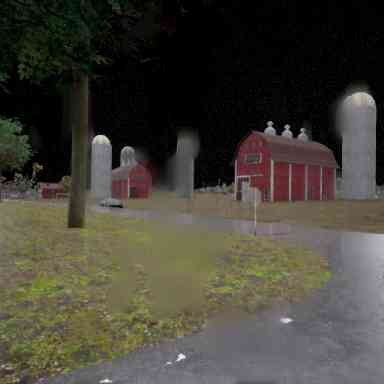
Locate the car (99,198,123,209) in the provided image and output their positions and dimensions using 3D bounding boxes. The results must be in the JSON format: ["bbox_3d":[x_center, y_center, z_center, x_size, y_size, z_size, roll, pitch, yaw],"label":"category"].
[{"bbox_3d":[-10.764,1.441,43.854,1.994,1.385,4.181,1,-1,-35],"label":"car"}]
